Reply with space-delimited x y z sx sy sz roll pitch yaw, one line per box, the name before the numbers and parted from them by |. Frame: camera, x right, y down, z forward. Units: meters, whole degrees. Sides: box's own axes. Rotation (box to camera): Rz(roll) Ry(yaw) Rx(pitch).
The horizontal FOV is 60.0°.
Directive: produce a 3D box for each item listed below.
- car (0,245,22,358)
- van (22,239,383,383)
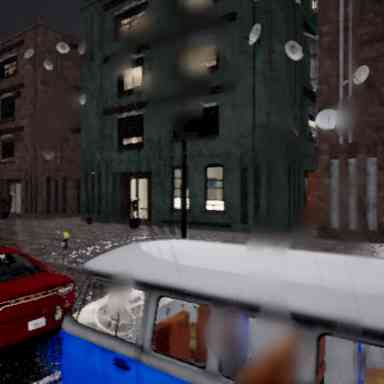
car | -3.825 1.582 5.596 4.507 1.381 1.887 0 0 35
van | 0.691 1.346 2.375 3.998 1.788 1.690 0 0 35
